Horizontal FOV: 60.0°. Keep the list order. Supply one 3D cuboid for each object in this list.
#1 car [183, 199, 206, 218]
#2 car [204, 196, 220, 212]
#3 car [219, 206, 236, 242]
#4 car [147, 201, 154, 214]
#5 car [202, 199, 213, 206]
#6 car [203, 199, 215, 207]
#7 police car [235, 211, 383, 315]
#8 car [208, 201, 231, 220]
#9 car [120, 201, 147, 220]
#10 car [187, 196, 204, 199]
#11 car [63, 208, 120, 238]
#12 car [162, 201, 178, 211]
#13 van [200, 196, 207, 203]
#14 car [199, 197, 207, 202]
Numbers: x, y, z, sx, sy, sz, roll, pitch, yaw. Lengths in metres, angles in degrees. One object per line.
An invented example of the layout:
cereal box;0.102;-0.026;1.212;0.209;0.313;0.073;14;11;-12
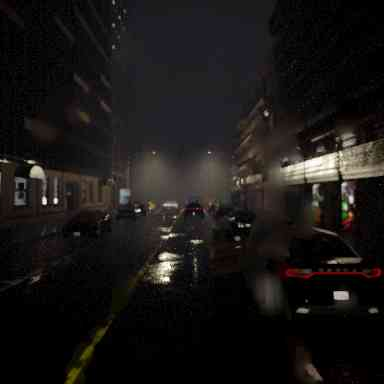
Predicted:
car;0.193;1.706;32.764;1.837;1.490;4.892;0;0;1
car;2.850;1.689;40.991;1.967;1.590;4.097;0;0;0
car;2.766;1.672;18.397;1.947;1.339;4.313;0;0;0
car;-5.552;1.666;35.375;1.967;1.590;4.097;0;0;0
car;2.935;1.977;63.584;1.802;1.307;4.206;0;0;0
car;2.914;1.940;57.935;1.802;1.307;4.206;0;0;0
police car;2.402;1.469;7.923;1.930;1.638;5.238;0;0;0
car;2.808;1.727;29.694;2.008;1.369;4.403;0;0;0
car;-5.572;1.740;29.724;2.008;1.369;4.403;0;0;0
car;0.189;1.507;45.636;2.150;2.045;5.566;0;0;0
car;-5.615;1.685;18.428;1.947;1.339;4.313;0;0;0
car;-2.850;1.880;44.365;1.895;1.301;4.718;0;0;1
van;3.019;1.894;86.179;1.690;1.788;3.998;0;0;0
car;3.042;2.159;91.826;1.947;1.339;4.313;0;0;0
